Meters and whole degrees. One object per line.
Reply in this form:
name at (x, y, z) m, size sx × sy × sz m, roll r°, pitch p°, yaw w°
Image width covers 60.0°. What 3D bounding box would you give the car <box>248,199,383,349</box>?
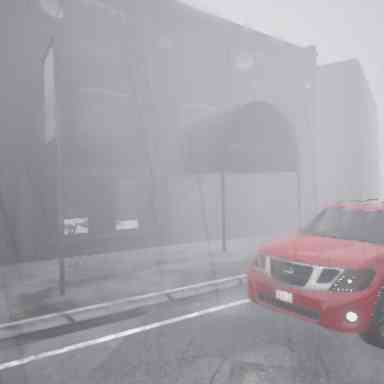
car at (3.620, 1.194, 6.579) m, size 5.566 × 2.045 × 2.150 m, roll 0°, pitch 0°, yaw -36°
